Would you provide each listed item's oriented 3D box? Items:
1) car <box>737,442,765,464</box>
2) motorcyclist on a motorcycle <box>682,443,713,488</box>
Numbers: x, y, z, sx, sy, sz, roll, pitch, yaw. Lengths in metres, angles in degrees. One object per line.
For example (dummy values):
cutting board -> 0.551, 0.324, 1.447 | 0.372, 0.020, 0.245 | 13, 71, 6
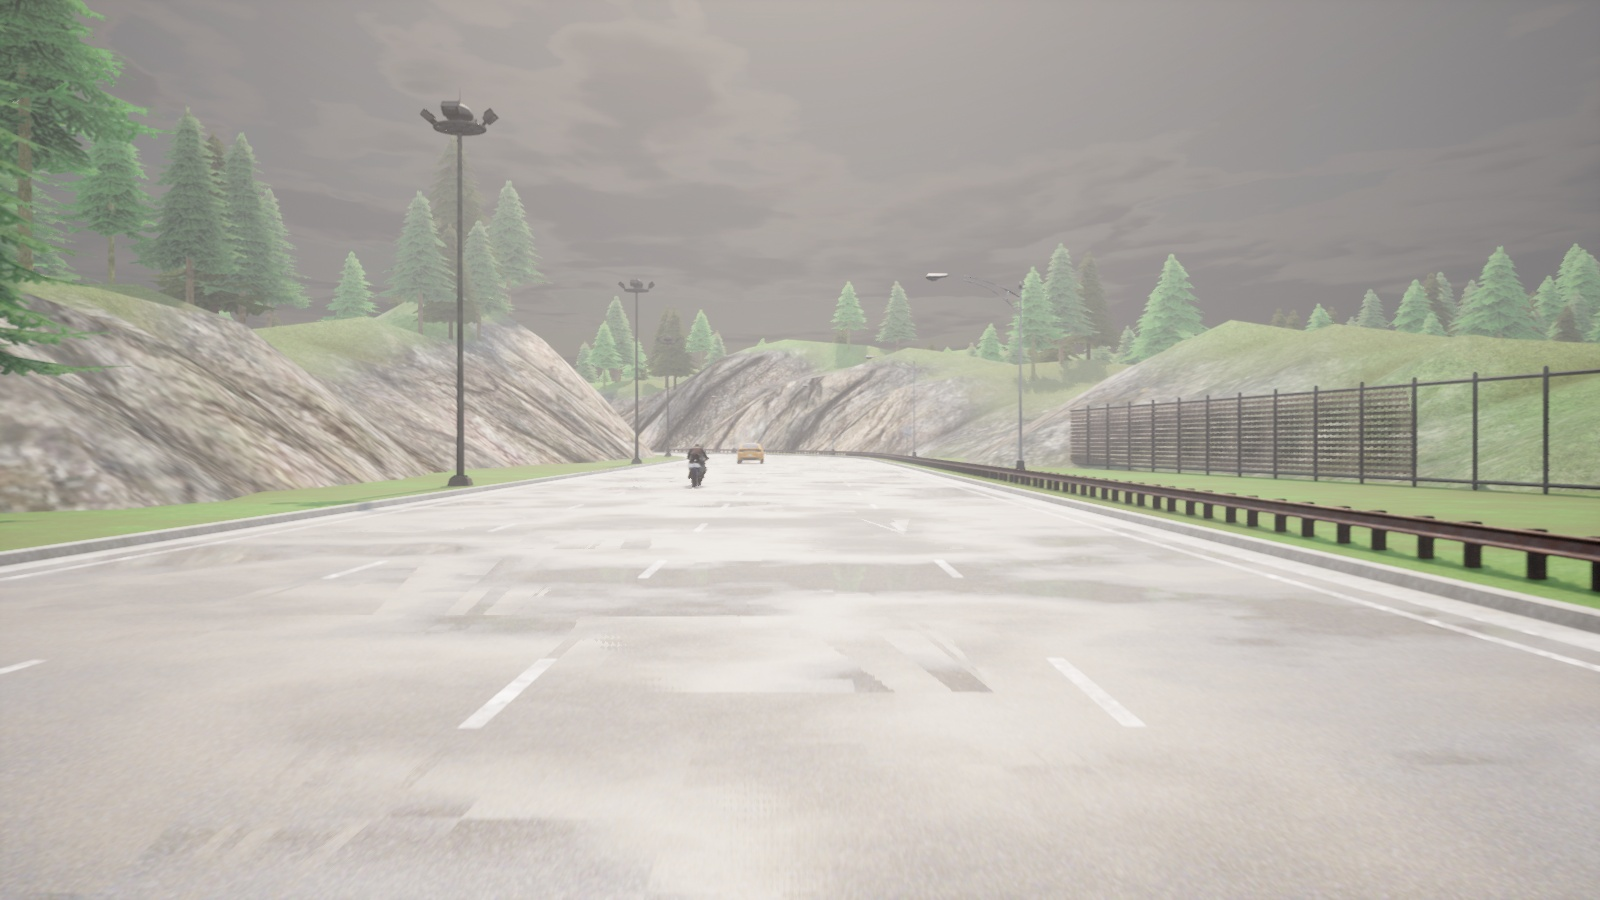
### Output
car -> -3.588, 0.201, 92.680 | 1.882, 1.535, 5.008 | 0, 0, 0
motorcyclist on a motorcycle -> -3.541, 0.534, 43.493 | 0.866, 1.530, 2.191 | 0, 0, 1
